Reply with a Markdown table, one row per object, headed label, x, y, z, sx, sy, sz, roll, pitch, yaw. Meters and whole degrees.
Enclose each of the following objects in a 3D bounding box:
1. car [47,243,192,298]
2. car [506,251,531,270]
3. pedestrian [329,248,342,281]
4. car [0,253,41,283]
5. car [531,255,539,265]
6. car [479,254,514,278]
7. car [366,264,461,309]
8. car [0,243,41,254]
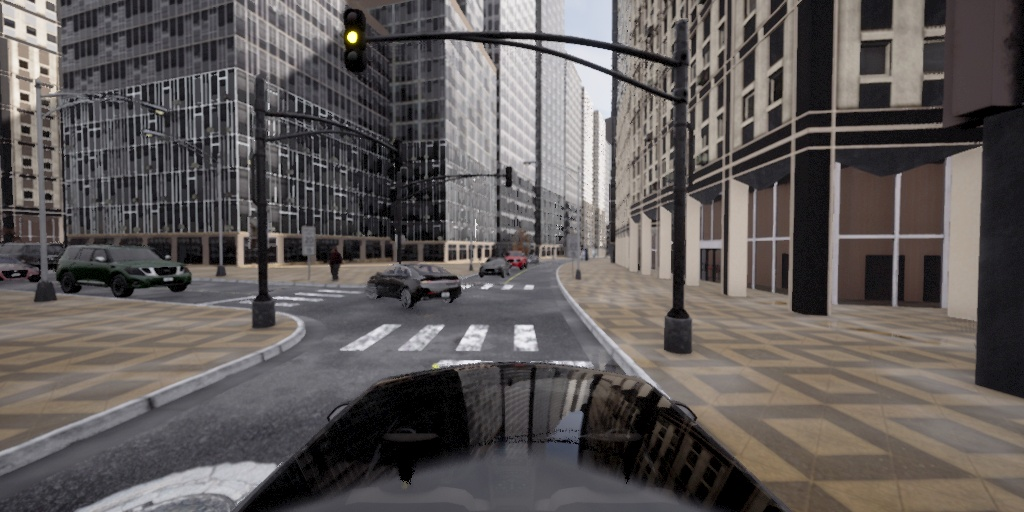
| label | x | y | z | sx | sy | sz | roll | pitch | yaw |
| --- | --- | --- | --- | --- | --- | --- | --- | --- | --- |
| car | -16.622 | 0.549 | 15.366 | 5.566 | 2.045 | 2.150 | 1 | 2 | 17 |
| car | 0.324 | 0.431 | 39.184 | 2.150 | 2.045 | 5.566 | 0 | 1 | 10 |
| pedestrian | -9.586 | 0.426 | 19.431 | 0.375 | 1.860 | 0.375 | 0 | 1 | 16 |
| car | -26.322 | 0.709 | 18.169 | 4.181 | 1.385 | 1.994 | 1 | 2 | 16 |
| car | 2.793 | 0.555 | 51.961 | 2.128 | 1.511 | 4.902 | 0 | 1 | 13 |
| car | -1.256 | 0.858 | 27.805 | 1.837 | 1.490 | 4.892 | 0 | 1 | 7 |
| car | -3.893 | 1.034 | 13.780 | 2.128 | 1.511 | 4.902 | 1 | 0 | -43 |
| car | -30.557 | 0.198 | 22.458 | 5.566 | 2.045 | 2.150 | 1 | 2 | 16 |
